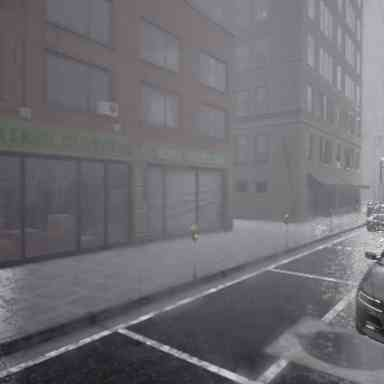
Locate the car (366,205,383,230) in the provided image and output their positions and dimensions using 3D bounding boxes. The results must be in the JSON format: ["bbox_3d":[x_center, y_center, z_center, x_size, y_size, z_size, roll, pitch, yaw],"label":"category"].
[{"bbox_3d":[11.730,1.504,19.748,1.967,1.590,4.097,0,0,38],"label":"car"}]

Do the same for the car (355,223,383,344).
[{"bbox_3d":[4.415,1.504,6.021,1.882,1.535,5.008,1,0,38],"label":"car"}]
